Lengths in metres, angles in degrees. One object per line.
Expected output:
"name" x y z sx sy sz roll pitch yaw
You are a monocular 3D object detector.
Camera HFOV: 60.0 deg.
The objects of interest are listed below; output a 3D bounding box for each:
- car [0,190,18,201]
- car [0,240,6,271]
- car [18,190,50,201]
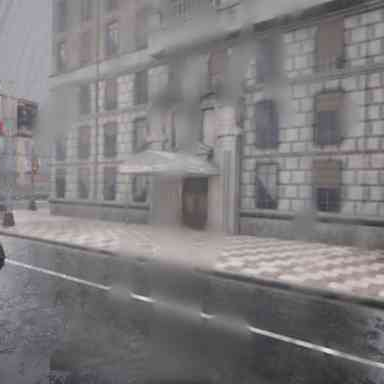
"car" -26.075 0.464 46.294 2.128 1.511 4.902 2 1 35
"car" -6.672 1.343 8.628 4.181 1.385 1.994 1 1 35
"car" -21.295 0.527 46.988 1.882 1.535 5.008 1 1 35
